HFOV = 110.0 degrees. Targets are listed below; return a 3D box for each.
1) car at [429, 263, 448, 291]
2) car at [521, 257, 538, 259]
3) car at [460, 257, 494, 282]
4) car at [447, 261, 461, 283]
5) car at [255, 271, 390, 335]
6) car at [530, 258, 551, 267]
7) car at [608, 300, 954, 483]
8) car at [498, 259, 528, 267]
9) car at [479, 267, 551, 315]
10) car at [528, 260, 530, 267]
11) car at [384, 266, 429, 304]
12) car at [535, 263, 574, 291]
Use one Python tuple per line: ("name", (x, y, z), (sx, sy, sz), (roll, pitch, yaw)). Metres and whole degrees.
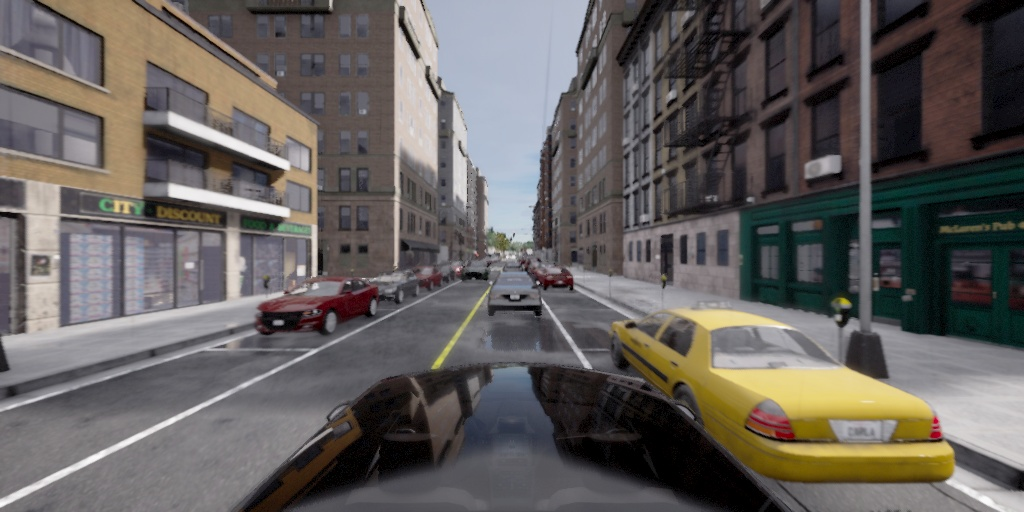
("car", (-5.389, 1.299, 21.884), (1.888, 1.381, 4.507), (0, 0, 0))
("car", (2.636, 1.070, 44.614), (2.192, 1.841, 5.009), (0, 0, 0))
("car", (-2.848, 1.106, 28.962), (2.097, 1.767, 4.553), (0, 0, 0))
("car", (-5.389, 1.320, 27.566), (1.948, 1.339, 4.313), (0, 0, 0))
("car", (-5.388, 1.297, 10.519), (1.888, 1.381, 4.507), (0, 0, 0))
("car", (2.636, 1.194, 27.567), (1.967, 1.591, 4.097), (0, 0, 0))
("car", (2.637, 1.276, 5.007), (1.751, 1.417, 4.829), (0, 0, 0))
("car", (0.094, 1.246, 32.363), (2.128, 1.511, 4.902), (0, 0, 0))
("car", (0.094, 1.299, 13.468), (2.033, 1.411, 5.357), (0, 0, 0))
("car", (2.636, 1.299, 33.249), (1.888, 1.381, 4.507), (0, 0, 0))
("car", (-5.389, 1.303, 16.201), (2.007, 1.370, 4.403), (0, 0, 0))
("car", (2.636, 1.298, 21.884), (1.888, 1.381, 4.507), (0, 0, 0))
